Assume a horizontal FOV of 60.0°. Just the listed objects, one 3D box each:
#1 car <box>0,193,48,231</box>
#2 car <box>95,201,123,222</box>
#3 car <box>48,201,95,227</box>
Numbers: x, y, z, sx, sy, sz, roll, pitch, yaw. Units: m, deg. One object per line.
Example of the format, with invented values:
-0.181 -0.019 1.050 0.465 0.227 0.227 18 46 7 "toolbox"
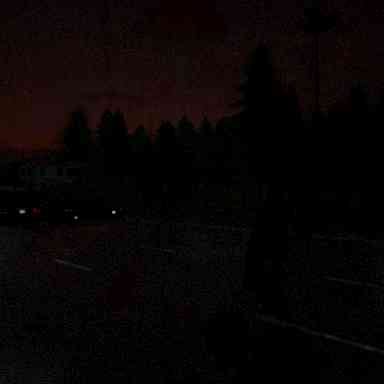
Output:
-10.351 1.040 18.016 5.566 2.045 2.150 1 1 40 "car"
-6.954 1.351 24.309 4.181 1.385 1.994 1 1 40 "car"
-8.705 1.294 21.208 4.902 1.511 2.128 1 1 40 "car"
